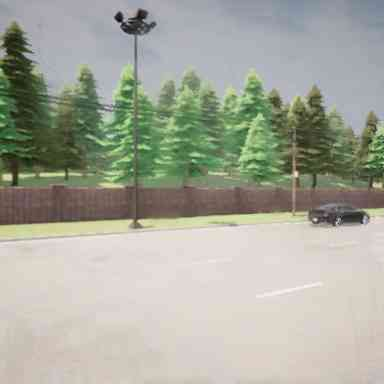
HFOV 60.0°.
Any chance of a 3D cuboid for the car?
[{"bbox_3d":[9.881,1.476,22.329,4.892,1.490,1.837,-1,0,-31],"label":"car"}]
